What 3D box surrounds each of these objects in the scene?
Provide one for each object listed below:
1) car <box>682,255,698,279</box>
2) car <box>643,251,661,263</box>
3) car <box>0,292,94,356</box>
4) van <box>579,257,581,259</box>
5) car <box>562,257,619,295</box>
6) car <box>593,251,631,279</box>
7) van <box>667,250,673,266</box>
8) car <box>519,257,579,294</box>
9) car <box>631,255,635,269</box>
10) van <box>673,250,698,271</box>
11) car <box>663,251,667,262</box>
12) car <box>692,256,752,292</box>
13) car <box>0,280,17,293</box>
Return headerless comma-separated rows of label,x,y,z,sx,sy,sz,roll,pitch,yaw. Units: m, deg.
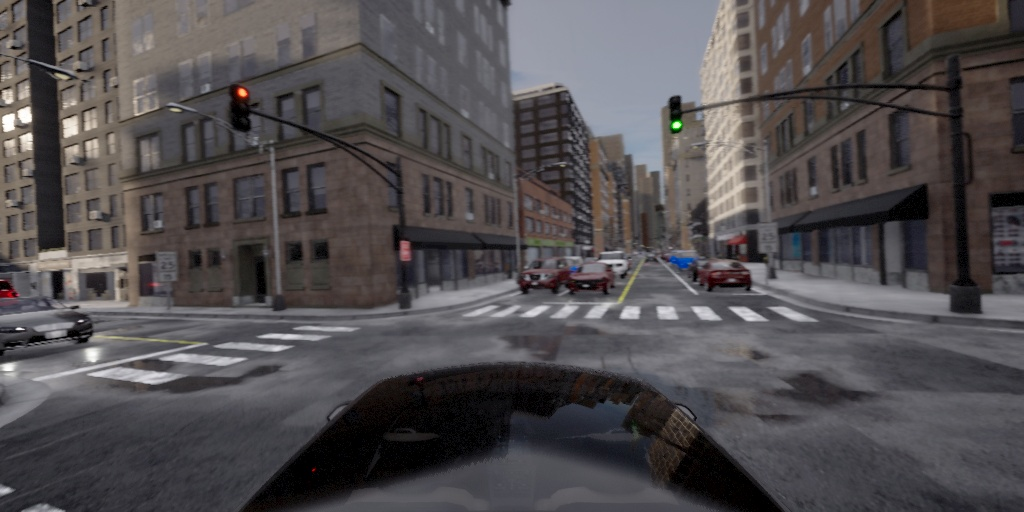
car,11.969,0.782,22.209,1.948,1.339,4.313,0,0,21
car,21.791,0.335,56.089,1.812,1.442,4.674,-3,0,21
car,-14.785,1.989,10.687,4.902,1.511,2.128,-3,0,21
van,4.012,0.946,25.248,1.690,1.789,3.998,0,0,21
car,4.263,1.057,18.796,1.882,1.535,5.008,-3,0,21
car,7.849,0.647,28.217,2.150,2.045,5.566,-3,0,21
van,19.805,0.220,42.769,1.690,1.789,3.998,0,0,21
car,2.053,1.004,20.108,2.192,1.841,5.009,0,0,21
car,11.524,0.869,37.727,1.895,1.301,4.718,-3,0,21
van,15.886,0.388,32.489,1.690,1.789,3.998,0,0,21
car,23.723,0.293,53.050,1.802,1.307,4.207,0,0,21
car,10.010,0.845,17.069,1.888,1.381,4.507,0,0,21
car,-30.153,2.449,19.990,5.566,2.045,2.150,-4,0,21
